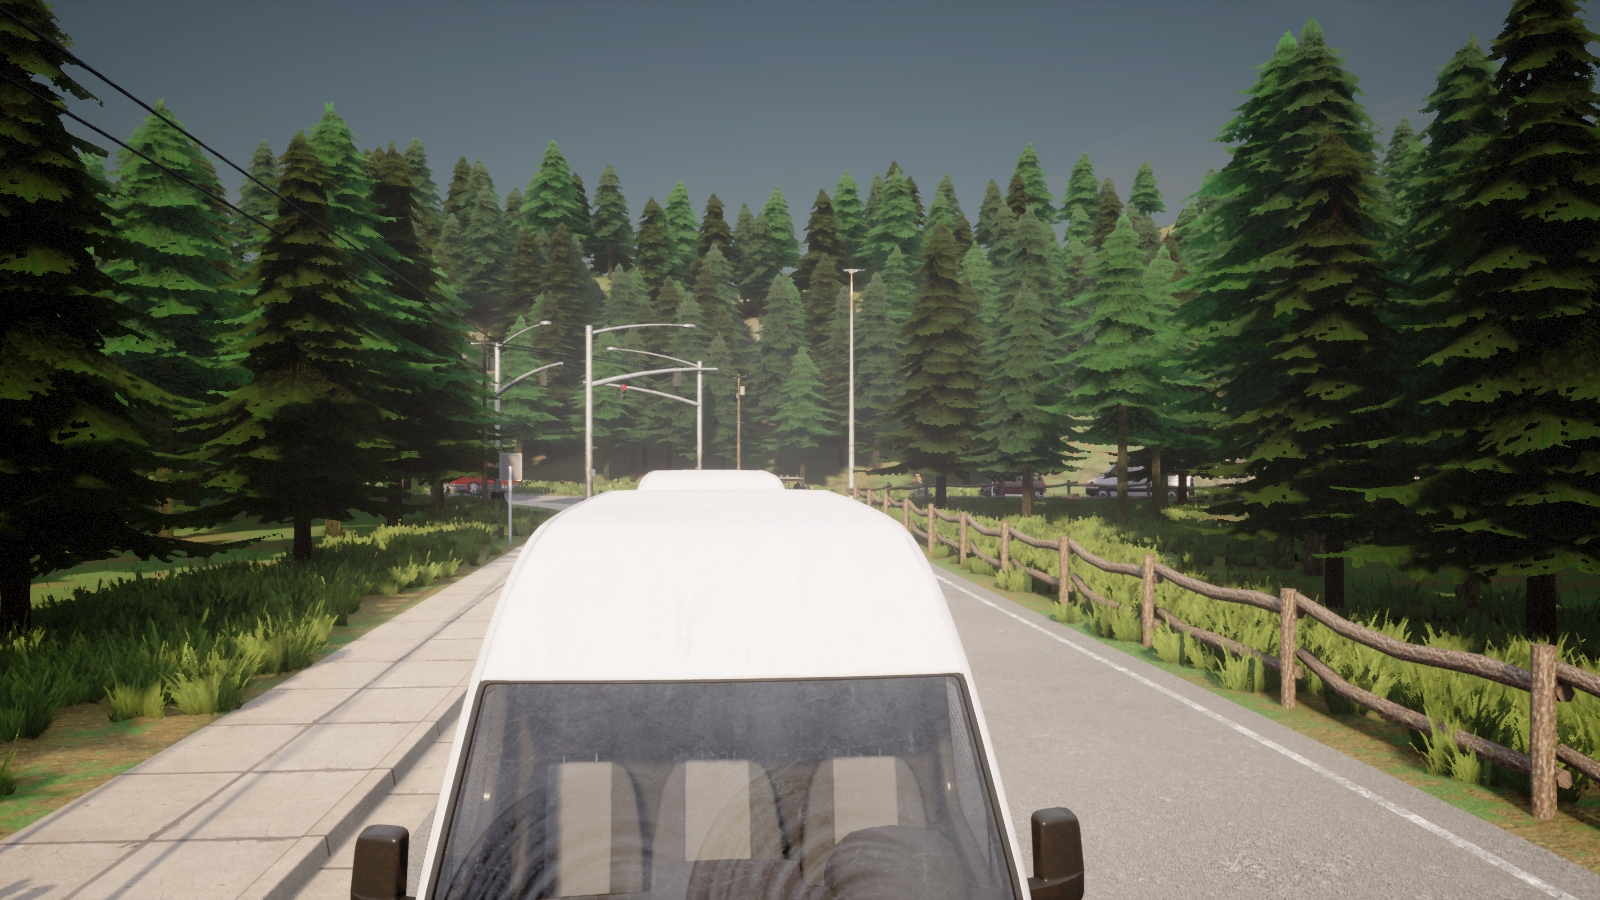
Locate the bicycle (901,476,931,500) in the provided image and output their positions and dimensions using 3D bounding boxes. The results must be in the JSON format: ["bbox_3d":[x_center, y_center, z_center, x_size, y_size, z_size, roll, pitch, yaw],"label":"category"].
[{"bbox_3d":[6.567,2.159,64.664,1.487,1.276,0.859,-1,0,-12],"label":"bicycle"}]

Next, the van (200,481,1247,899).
[{"bbox_3d":[-0.345,1.499,5.122,1.988,2.561,5.915,0,0,-5],"label":"van"}]

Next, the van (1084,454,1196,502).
[{"bbox_3d":[19.034,1.535,64.041,5.915,2.561,1.988,0,0,19],"label":"van"}]

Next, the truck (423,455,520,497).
[{"bbox_3d":[-20.061,1.541,69.817,5.204,2.467,2.627,0,0,24],"label":"truck"}]
